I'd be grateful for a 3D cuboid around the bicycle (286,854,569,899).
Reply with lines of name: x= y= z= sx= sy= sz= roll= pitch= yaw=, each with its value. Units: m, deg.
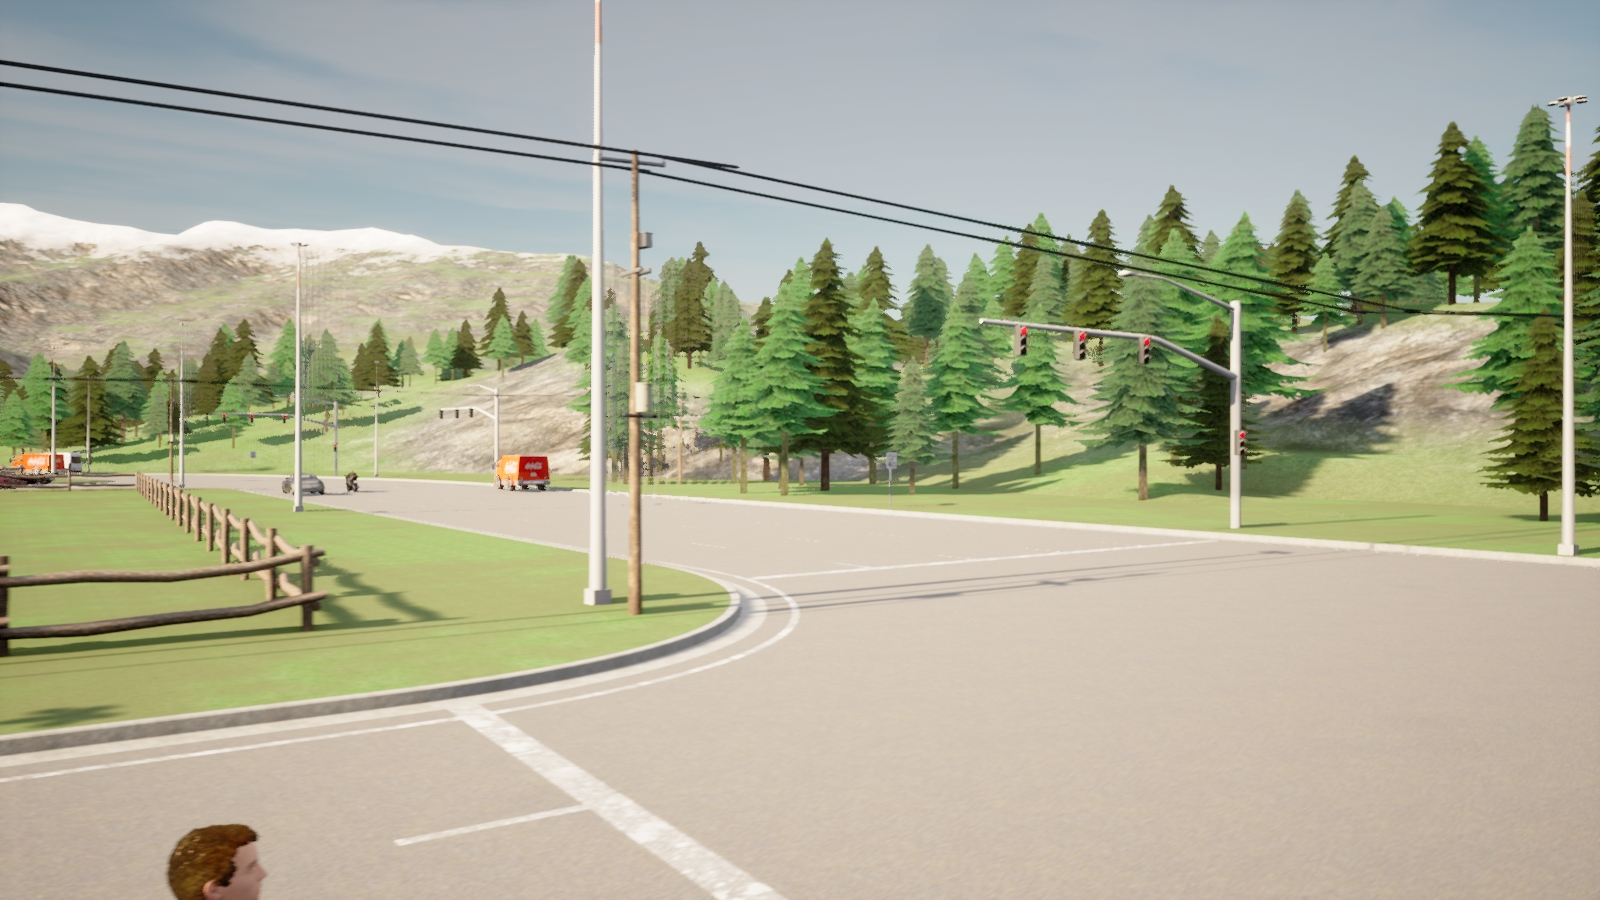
bicycle: x=-1.485 y=2.058 z=3.114 sx=1.643 sy=1.496 sz=0.373 roll=1 pitch=0 yaw=-34
